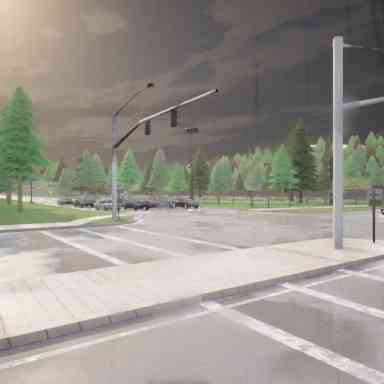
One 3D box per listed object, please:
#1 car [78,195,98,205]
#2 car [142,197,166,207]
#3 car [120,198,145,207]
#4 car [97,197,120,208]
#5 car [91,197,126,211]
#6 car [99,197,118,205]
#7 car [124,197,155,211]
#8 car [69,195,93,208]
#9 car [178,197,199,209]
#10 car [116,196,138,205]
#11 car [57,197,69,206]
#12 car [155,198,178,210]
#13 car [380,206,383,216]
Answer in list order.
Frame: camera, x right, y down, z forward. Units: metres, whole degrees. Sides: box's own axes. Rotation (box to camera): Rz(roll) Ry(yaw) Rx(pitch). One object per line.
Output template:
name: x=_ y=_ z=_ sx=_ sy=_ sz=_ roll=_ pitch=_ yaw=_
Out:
car: x=-18.084 y=1.352 z=57.671 sx=2.097 sy=1.767 sz=4.553 roll=0 pitch=0 yaw=-35
car: x=-6.048 y=1.564 z=52.676 sx=1.994 sy=1.385 sz=4.181 roll=0 pitch=0 yaw=-35
car: x=-9.193 y=1.601 z=51.051 sx=1.895 sy=1.301 sz=4.718 roll=0 pitch=0 yaw=-35
car: x=-12.520 y=1.526 z=49.702 sx=1.812 sy=1.442 sz=4.674 roll=0 pitch=0 yaw=-35
car: x=-10.203 y=1.601 z=40.296 sx=1.895 sy=1.301 sz=4.718 roll=0 pitch=0 yaw=-35
car: x=-14.902 y=1.564 z=59.237 sx=1.994 sy=1.385 sz=4.181 roll=0 pitch=0 yaw=-35
car: x=-7.159 y=1.547 z=42.050 sx=2.033 sy=1.411 sz=5.357 roll=0 pitch=0 yaw=-35
car: x=-15.744 y=1.547 z=48.199 sx=2.033 sy=1.411 sz=5.357 roll=0 pitch=0 yaw=-35
car: x=-0.958 y=1.505 z=45.402 sx=1.837 sy=1.490 sz=4.892 roll=0 pitch=0 yaw=-35
car: x=-12.047 y=1.547 z=61.274 sx=2.033 sy=1.411 sz=5.357 roll=0 pitch=0 yaw=-34
car: x=-21.447 y=1.564 z=56.376 sx=1.994 sy=1.385 sz=4.181 roll=0 pitch=0 yaw=-35
car: x=-4.171 y=1.564 z=43.887 sx=1.994 sy=1.385 sz=4.181 roll=0 pitch=0 yaw=-35
car: x=19.933 y=1.505 z=31.812 sx=4.892 sy=1.490 sz=1.837 roll=0 pitch=0 yaw=-35
